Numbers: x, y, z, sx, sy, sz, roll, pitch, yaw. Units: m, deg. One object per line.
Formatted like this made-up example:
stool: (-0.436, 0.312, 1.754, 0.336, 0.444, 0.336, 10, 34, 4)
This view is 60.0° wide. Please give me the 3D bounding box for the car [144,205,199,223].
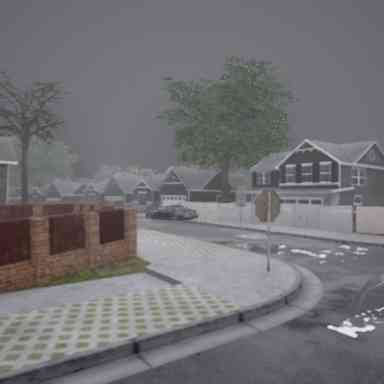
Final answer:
car: (-1.939, 1.918, 30.226, 5.357, 1.411, 2.033, 0, 3, 40)
